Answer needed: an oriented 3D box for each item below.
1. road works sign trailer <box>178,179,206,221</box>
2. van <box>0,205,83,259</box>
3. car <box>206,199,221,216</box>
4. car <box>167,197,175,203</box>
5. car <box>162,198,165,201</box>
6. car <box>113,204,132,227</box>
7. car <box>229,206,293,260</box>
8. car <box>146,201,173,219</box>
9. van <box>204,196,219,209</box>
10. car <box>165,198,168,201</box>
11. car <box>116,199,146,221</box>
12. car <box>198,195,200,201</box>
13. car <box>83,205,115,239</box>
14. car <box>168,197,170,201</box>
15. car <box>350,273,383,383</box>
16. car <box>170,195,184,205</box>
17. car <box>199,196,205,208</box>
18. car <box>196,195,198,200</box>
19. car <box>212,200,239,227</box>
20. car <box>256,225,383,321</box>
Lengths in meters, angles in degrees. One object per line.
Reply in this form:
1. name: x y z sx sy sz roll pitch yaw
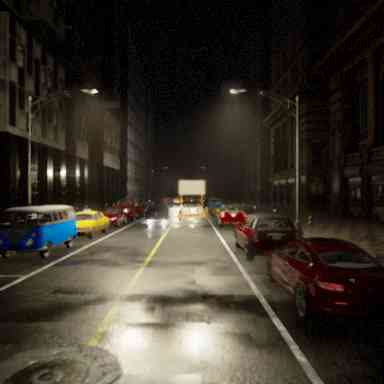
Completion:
1. road works sign trailer: -0.015 0.663 28.994 2.380 3.560 2.880 0 0 0
2. van: -5.772 1.428 12.723 1.690 1.788 3.998 0 0 0
3. car: 2.742 1.768 35.318 1.752 1.417 4.829 0 0 0
4. car: -5.813 2.096 91.149 1.967 1.590 4.097 0 0 0
5. car: -5.792 1.927 51.934 1.947 1.339 4.313 0 0 0
6. car: -5.777 1.746 23.924 1.802 1.307 4.206 0 0 0
7. car: 2.754 1.527 12.742 1.967 1.590 4.097 0 0 0
8. car: -3.113 1.777 31.046 1.994 1.385 4.181 0 0 0
9. van: 2.738 1.622 40.751 1.690 1.788 3.998 0 0 0
10. car: -5.795 1.968 57.536 1.947 1.339 4.313 0 0 0
11. car: -5.781 1.517 29.529 2.192 1.841 5.009 0 0 0
12. car: 2.727 1.759 63.157 2.192 1.841 5.009 0 0 0
13. car: -5.774 1.650 18.153 1.752 1.417 4.829 0 0 0
14. car: -5.804 2.073 74.343 1.887 1.381 4.507 0 0 0
15. car: 2.760 1.577 1.538 1.947 1.339 4.313 0 0 0
16. car: -3.037 1.825 72.549 2.097 1.767 4.553 0 0 0
17. car: 2.732 1.676 51.954 2.192 1.841 5.009 0 0 0
18. car: 2.715 2.054 85.562 1.967 1.590 4.097 0 0 0
19. car: 2.748 1.604 23.944 1.967 1.590 4.097 0 0 0
20. car: 2.757 1.631 7.140 1.802 1.307 4.206 0 0 0
